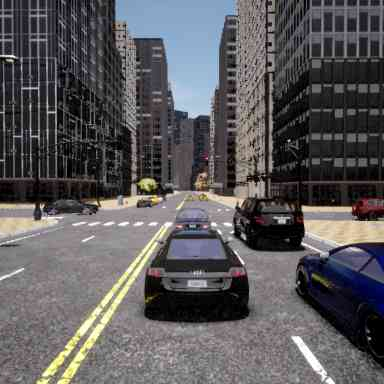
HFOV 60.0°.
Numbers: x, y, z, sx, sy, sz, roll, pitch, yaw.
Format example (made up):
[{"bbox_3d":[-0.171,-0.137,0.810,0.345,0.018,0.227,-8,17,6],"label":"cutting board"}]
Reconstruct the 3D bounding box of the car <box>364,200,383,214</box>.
[{"bbox_3d":[21.643,1.643,36.245,4.829,1.417,1.752,1,0,1],"label":"car"}]

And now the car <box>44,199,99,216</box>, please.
[{"bbox_3d":[-11.323,1.415,31.405,4.892,1.490,1.837,0,1,-8],"label":"car"}]

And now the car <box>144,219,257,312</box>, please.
[{"bbox_3d":[0.066,1.560,7.793,1.994,1.385,4.181,0,0,-1],"label":"car"}]

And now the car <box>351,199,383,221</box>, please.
[{"bbox_3d":[16.073,1.520,27.933,5.009,1.841,2.192,1,0,1],"label":"car"}]

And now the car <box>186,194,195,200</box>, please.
[{"bbox_3d":[-0.413,1.268,89.064,2.128,1.511,4.902,0,0,0],"label":"car"}]

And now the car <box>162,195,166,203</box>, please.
[{"bbox_3d":[-6.838,1.469,66.565,1.812,1.442,4.674,0,0,0],"label":"car"}]

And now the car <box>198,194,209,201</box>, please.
[{"bbox_3d":[2.886,1.396,78.661,1.882,1.535,5.008,0,0,0],"label":"car"}]

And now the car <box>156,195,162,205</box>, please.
[{"bbox_3d":[-6.847,1.433,57.117,1.882,1.535,5.008,0,0,0],"label":"car"}]

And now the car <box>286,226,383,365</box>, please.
[{"bbox_3d":[3.334,1.561,5.823,1.994,1.385,4.181,0,0,-1],"label":"car"}]

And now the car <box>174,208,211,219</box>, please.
[{"bbox_3d":[0.022,1.538,17.014,2.033,1.411,5.357,0,0,0],"label":"car"}]

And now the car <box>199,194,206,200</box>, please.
[{"bbox_3d":[2.837,1.242,89.079,1.837,1.490,4.892,0,0,0],"label":"car"}]

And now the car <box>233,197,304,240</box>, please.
[{"bbox_3d":[3.305,1.213,15.244,2.150,2.045,5.566,0,0,-2],"label":"car"}]

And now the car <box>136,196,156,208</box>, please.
[{"bbox_3d":[-6.813,1.529,48.188,1.994,1.385,4.181,0,0,0],"label":"car"}]

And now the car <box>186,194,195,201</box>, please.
[{"bbox_3d":[-0.364,1.396,78.647,1.882,1.535,5.008,0,0,0],"label":"car"}]
